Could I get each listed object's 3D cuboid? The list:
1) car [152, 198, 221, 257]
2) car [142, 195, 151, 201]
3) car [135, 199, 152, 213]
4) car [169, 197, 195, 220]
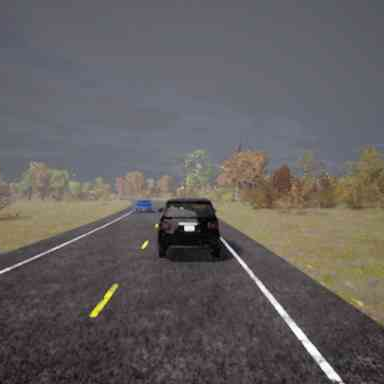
[{"bbox_3d":[-0.161,1.237,13.159,2.150,2.045,5.566,0,0,-2],"label":"car"},{"bbox_3d":[-10.752,1.474,78.498,1.895,1.301,4.718,0,0,-10],"label":"car"},{"bbox_3d":[-5.323,1.546,37.545,1.882,1.535,5.008,0,0,-5],"label":"car"},{"bbox_3d":[-0.987,1.394,29.288,2.097,1.767,4.553,0,0,-4],"label":"car"}]
